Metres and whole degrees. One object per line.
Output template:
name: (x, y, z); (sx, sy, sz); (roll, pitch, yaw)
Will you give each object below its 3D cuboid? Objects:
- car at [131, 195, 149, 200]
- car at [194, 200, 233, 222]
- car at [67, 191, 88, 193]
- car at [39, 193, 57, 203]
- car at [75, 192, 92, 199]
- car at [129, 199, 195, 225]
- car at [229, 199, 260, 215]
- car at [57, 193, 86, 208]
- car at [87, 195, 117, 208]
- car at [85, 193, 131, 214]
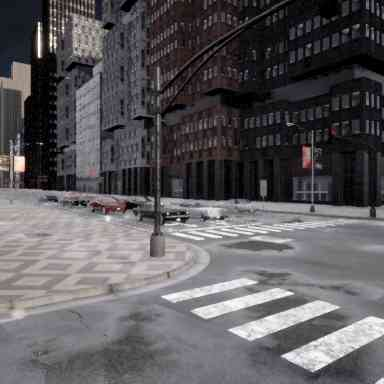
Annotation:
car: (-4.996, 1.094, 31.741); (1.882, 1.535, 5.008); (0, 1, -36)
car: (0.485, 1.350, 24.113); (1.895, 1.301, 4.718); (0, 1, -36)
car: (-17.210, 0.661, 48.816); (2.097, 1.767, 4.553); (0, 1, -35)
car: (-20.985, 0.830, 48.533); (2.033, 1.411, 5.357); (0, 1, -35)
car: (-21.760, 0.635, 66.539); (1.895, 1.301, 4.718); (0, 1, -36)
car: (-2.113, 1.355, 22.158); (1.895, 1.301, 4.718); (0, 1, -36)
car: (3.936, 1.294, 30.657); (1.895, 1.301, 4.718); (0, 1, -35)
car: (-13.477, 1.077, 37.980); (1.895, 1.301, 4.718); (0, 1, -36)
car: (-10.885, 1.072, 39.940); (1.895, 1.301, 4.718); (0, 1, -36)
car: (-7.592, 1.100, 29.781); (1.882, 1.535, 5.008); (0, 1, -36)
